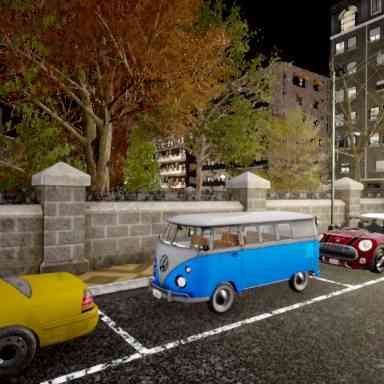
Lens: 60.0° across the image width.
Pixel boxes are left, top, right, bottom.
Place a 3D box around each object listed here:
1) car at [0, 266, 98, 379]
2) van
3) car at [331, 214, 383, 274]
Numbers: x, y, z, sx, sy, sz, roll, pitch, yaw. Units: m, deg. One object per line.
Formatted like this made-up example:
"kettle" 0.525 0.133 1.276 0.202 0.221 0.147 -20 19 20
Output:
"car" -3.641 1.525 3.952 4.829 1.417 1.752 0 1 -35
"van" 1.072 1.342 7.305 3.998 1.788 1.690 0 1 -35
"car" 5.643 1.442 10.563 4.097 1.590 1.967 0 1 -35
